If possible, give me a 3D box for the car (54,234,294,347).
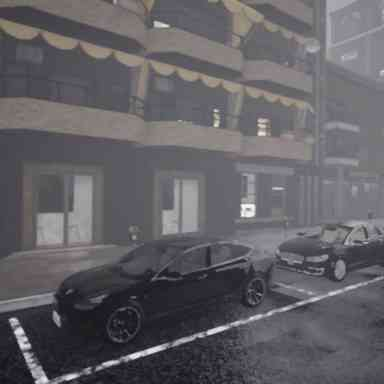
[{"bbox_3d":[-0.286,1.557,6.342,4.313,1.339,1.947,0,1,-35],"label":"car"}]

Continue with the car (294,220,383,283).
[{"bbox_3d":[4.248,1.527,9.576,4.403,1.369,2.008,0,1,-35],"label":"car"}]
